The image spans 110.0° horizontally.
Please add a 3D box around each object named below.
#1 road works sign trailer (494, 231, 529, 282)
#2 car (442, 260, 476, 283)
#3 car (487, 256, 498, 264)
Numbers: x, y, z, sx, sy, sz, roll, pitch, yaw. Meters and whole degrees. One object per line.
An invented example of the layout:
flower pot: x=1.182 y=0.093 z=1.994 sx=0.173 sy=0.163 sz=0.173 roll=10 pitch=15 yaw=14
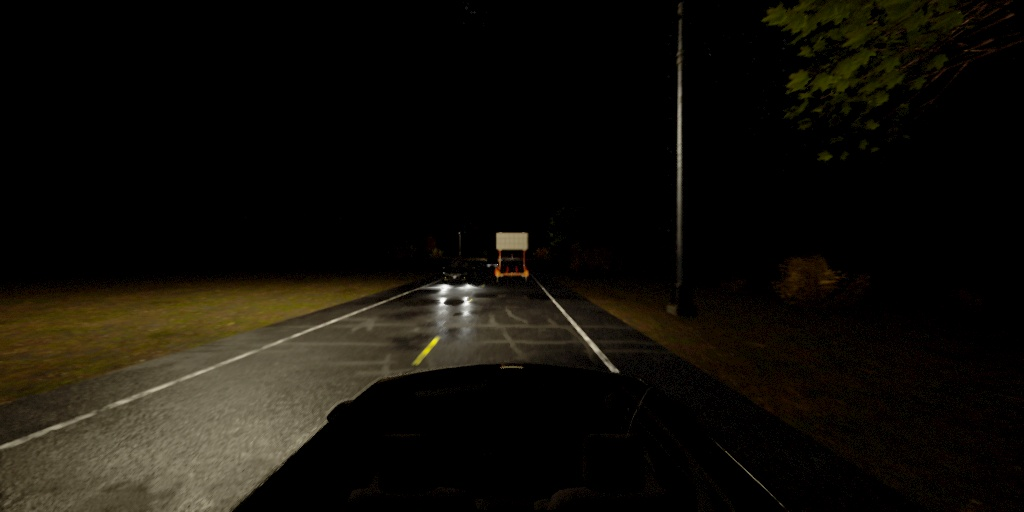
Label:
road works sign trailer: x=0.006 y=-0.008 z=26.129 sx=2.380 sy=3.560 sz=2.880 roll=0 pitch=0 yaw=0
car: x=-3.583 y=1.044 z=24.873 sx=1.837 sy=1.490 sz=4.892 roll=0 pitch=1 yaw=0
car: x=-3.493 y=0.750 z=65.373 sx=2.033 sy=1.411 sz=5.357 roll=0 pitch=0 yaw=0
